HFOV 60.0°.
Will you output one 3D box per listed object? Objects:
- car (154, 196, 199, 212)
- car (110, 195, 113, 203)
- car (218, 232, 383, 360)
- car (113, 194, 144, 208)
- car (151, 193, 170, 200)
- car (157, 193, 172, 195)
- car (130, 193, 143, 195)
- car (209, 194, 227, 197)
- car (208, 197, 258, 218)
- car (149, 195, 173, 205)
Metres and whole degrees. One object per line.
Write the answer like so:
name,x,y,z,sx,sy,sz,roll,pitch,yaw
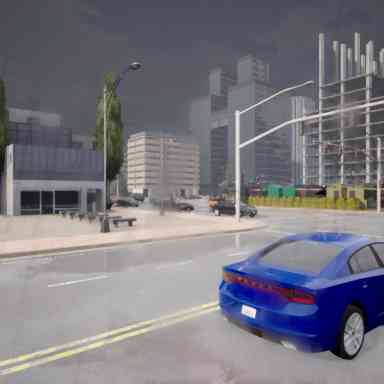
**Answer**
car,-1.897,1.547,38.307,2.033,1.411,5.357,0,0,-37
car,-14.651,1.351,61.903,2.097,1.767,4.553,0,0,-36
car,2.715,1.478,6.075,5.008,1.535,1.882,0,0,-38
car,-9.380,1.506,48.591,1.837,1.490,4.892,0,0,-36
car,-8.433,1.153,89.468,4.605,1.855,1.932,0,0,-38
car,-6.246,1.352,62.435,2.097,1.767,4.553,0,0,-36
car,-12.114,1.225,70.328,2.150,2.045,5.566,0,0,-36
car,3.876,1.352,36.343,2.097,1.767,4.553,0,0,-36
car,3.860,1.505,30.423,1.837,1.490,4.892,0,0,-36
car,-3.771,1.526,46.845,1.812,1.442,4.674,0,0,-36
